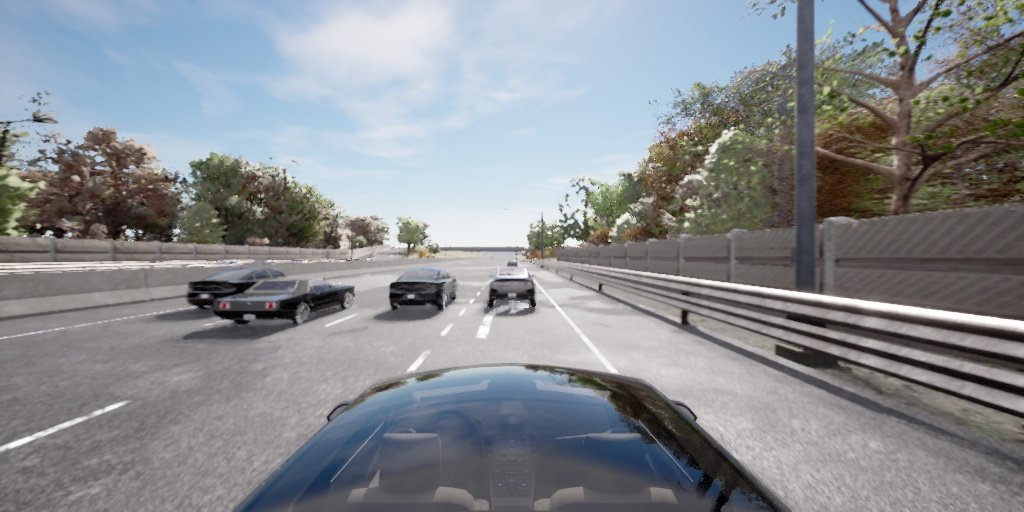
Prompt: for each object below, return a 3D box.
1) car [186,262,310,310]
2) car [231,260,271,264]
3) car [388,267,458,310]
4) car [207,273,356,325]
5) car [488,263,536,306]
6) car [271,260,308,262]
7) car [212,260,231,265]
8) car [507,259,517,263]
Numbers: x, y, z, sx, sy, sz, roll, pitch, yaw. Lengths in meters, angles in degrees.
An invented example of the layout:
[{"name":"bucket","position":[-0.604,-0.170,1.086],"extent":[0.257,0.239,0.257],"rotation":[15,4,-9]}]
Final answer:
[{"name":"car","position":[-10.394,1.194,14.607],"extent":[1.882,1.535,5.008],"rotation":[0,0,0]},{"name":"car","position":[-28.044,1.167,39.973],"extent":[2.128,1.511,4.902],"rotation":[0,0,0]},{"name":"car","position":[-3.394,1.197,14.535],"extent":[1.882,1.535,5.008],"rotation":[0,0,0]},{"name":"car","position":[-6.895,1.325,11.651],"extent":[1.895,1.301,4.718],"rotation":[0,0,0]},{"name":"car","position":[0.004,1.211,15.446],"extent":[2.128,1.511,4.902],"rotation":[0,0,0]},{"name":"car","position":[-24.546,1.224,41.100],"extent":[2.033,1.411,5.357],"rotation":[0,0,1]},{"name":"car","position":[-31.542,1.200,39.499],"extent":[1.812,1.442,4.674],"rotation":[0,0,0]},{"name":"car","position":[0.021,1.242,62.090],"extent":[2.033,1.411,5.357],"rotation":[0,0,0]}]
